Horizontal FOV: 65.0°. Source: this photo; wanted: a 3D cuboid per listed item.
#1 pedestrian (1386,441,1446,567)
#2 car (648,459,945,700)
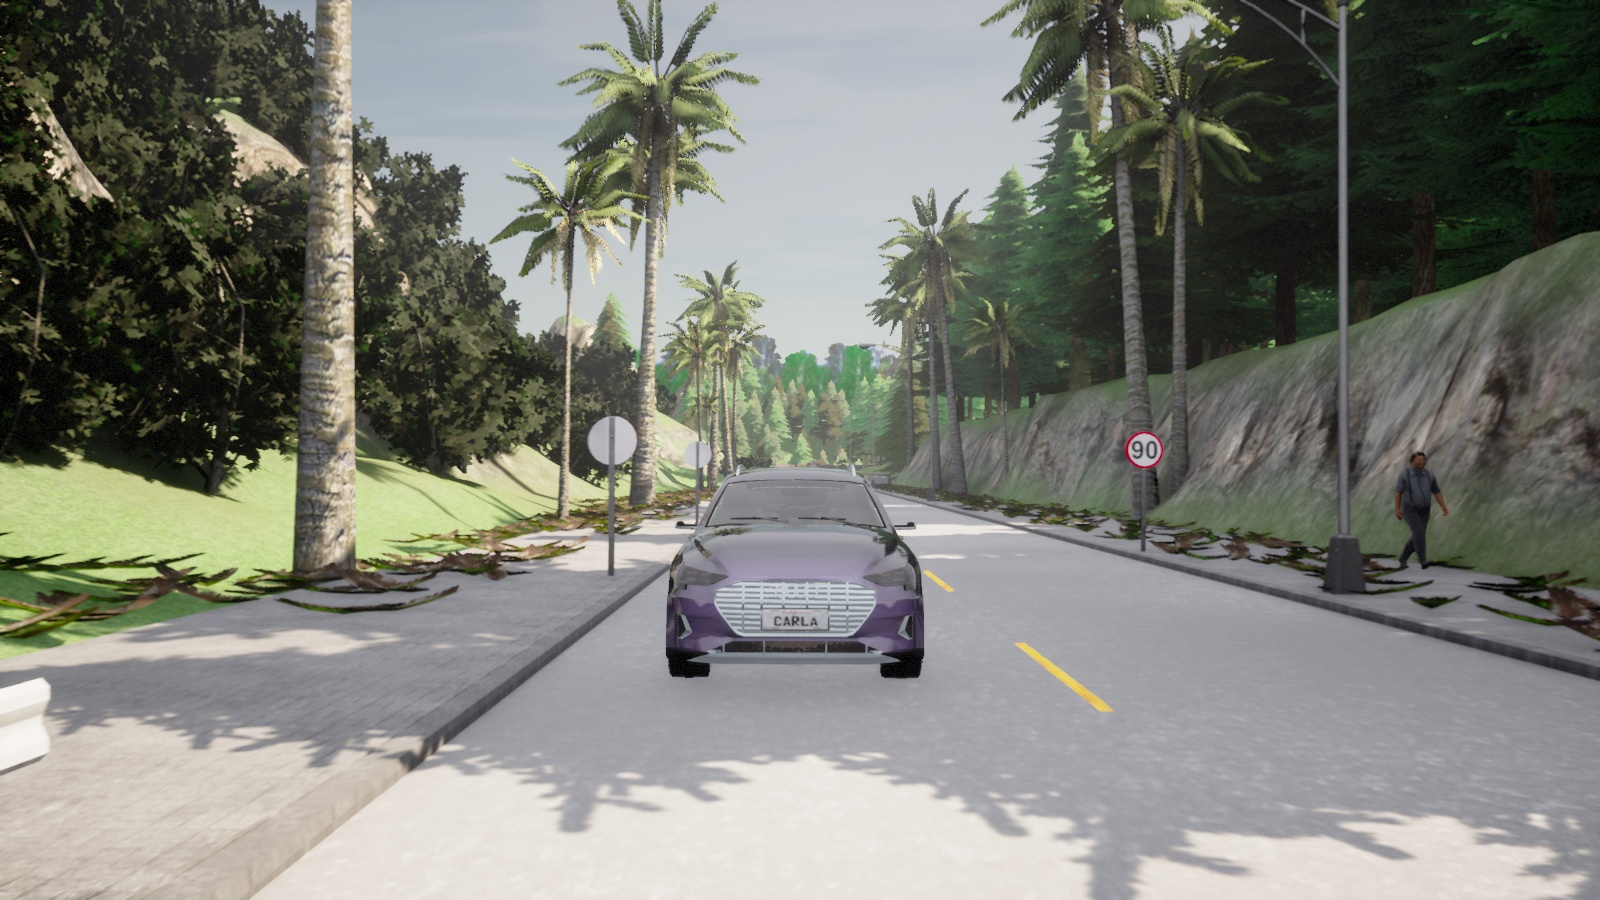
[{"bbox_3d":[9.251,0.804,18.884,0.540,1.848,0.694,0,-1,0],"label":"pedestrian"},{"bbox_3d":[-0.031,0.930,11.062,2.033,1.649,4.856,0,-1,0],"label":"car"}]
